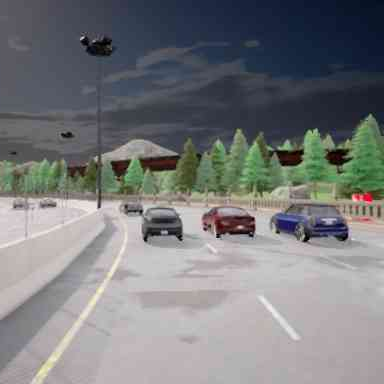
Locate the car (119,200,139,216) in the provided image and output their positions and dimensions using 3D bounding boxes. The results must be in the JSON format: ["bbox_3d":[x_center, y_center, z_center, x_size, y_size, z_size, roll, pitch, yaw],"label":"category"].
[{"bbox_3d":[-6.372,1.565,34.656,2.033,1.411,5.357,0,0,-20],"label":"car"}]

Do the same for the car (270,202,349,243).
[{"bbox_3d":[5.543,1.327,16.321,2.097,1.767,4.553,0,0,-9],"label":"car"}]

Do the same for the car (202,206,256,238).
[{"bbox_3d":[1.791,1.467,17.662,1.882,1.535,5.008,0,0,-10],"label":"car"}]

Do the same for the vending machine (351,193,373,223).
[{"bbox_3d":[12.232,1.143,23.941,1.100,2.100,0.880,0,0,-12],"label":"vending machine"}]

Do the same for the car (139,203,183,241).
[{"bbox_3d":[-1.606,1.508,16.832,1.837,1.490,4.892,0,0,-10],"label":"car"}]
